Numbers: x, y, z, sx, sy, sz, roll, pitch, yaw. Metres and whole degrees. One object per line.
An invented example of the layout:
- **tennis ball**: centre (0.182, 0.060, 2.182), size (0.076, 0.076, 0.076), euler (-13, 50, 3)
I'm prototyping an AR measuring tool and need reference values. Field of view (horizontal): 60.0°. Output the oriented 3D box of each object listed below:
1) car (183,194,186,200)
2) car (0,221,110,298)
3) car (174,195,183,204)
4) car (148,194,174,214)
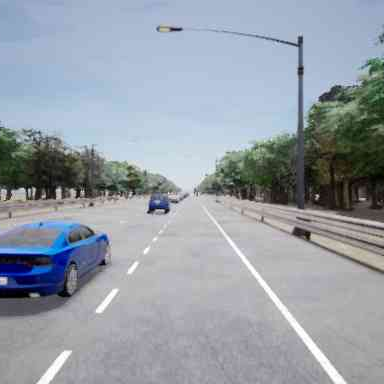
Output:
- **car**: centre (-3.315, 1.693, 91.825), size (1.895, 1.301, 4.718), euler (0, 0, 0)
- **car**: centre (-3.500, 1.480, 8.555), size (1.882, 1.535, 5.008), euler (0, 0, 0)
- **car**: centre (-3.422, 1.664, 67.660), size (1.895, 1.301, 4.718), euler (0, 0, 0)
- **car**: centre (-3.502, 1.243, 36.511), size (2.150, 2.045, 5.566), euler (0, 0, 0)
